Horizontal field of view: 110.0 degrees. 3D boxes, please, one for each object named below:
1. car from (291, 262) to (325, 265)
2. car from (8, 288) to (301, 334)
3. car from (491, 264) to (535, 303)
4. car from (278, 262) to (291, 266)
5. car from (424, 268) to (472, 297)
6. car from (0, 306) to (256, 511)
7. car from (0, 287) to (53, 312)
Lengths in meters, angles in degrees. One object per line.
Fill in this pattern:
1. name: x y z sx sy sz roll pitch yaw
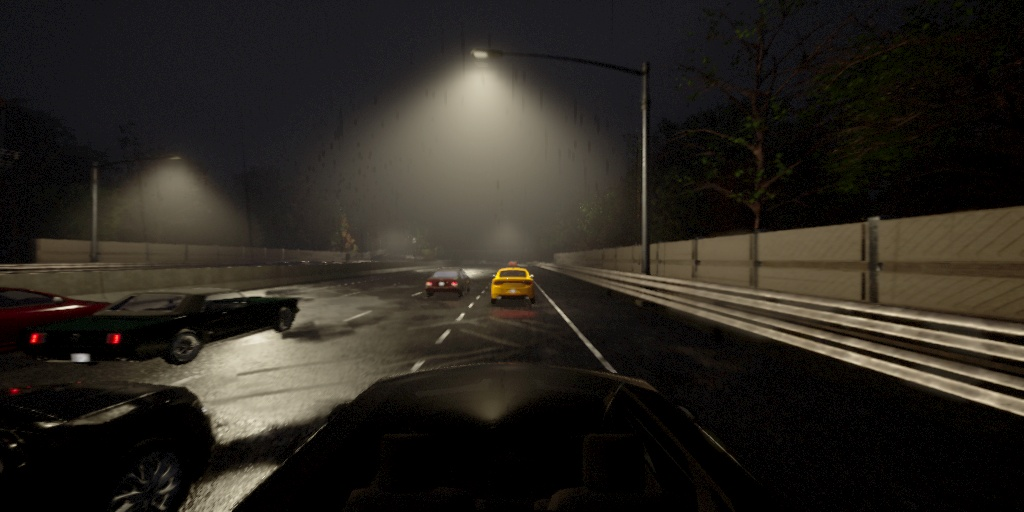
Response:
1. car: -24.425 1.450 44.415 2.033 1.411 5.357 0 0 1
2. car: -6.876 1.356 7.951 1.895 1.301 4.718 0 0 0
3. car: 0.052 1.314 17.331 1.882 1.535 5.008 0 0 0
4. car: -27.903 1.464 46.238 1.994 1.385 4.181 0 0 1
5. car: -3.342 1.381 19.542 2.033 1.411 5.357 0 0 0
6. car: -3.402 1.237 0.984 1.837 1.490 4.892 0 0 0
7. car: -10.378 1.300 7.156 1.994 1.385 4.181 0 0 0
